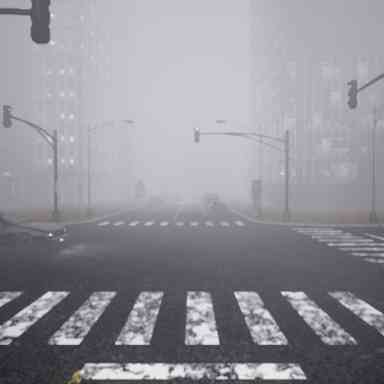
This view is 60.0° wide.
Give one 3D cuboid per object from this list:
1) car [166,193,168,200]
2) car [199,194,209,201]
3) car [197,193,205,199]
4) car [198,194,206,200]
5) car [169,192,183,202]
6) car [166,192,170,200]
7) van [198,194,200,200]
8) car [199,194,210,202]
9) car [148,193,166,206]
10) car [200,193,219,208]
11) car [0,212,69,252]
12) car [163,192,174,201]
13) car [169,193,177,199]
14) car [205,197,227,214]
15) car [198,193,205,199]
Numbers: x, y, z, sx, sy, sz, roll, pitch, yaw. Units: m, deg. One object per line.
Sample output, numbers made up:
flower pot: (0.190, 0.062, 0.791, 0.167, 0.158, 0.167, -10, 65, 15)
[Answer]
car: (-5.354, 1.334, 54.742, 1.802, 1.307, 4.206, -1, 0, 0)
car: (2.517, 1.217, 71.344, 1.887, 1.381, 4.507, -1, 0, 0)
car: (2.505, 1.108, 93.442, 1.887, 1.381, 4.507, -1, 0, 0)
car: (2.512, 1.200, 82.394, 1.802, 1.307, 4.206, -1, 0, 0)
car: (-2.784, 1.055, 64.934, 2.097, 1.767, 4.553, 0, 0, 0)
car: (-5.365, 1.113, 71.315, 1.967, 1.590, 4.097, -1, 0, 0)
van: (2.520, 1.067, 60.295, 1.690, 1.788, 3.998, -1, 0, 0)
car: (2.518, 1.139, 65.820, 1.967, 1.590, 4.097, -1, 0, 0)
car: (-5.353, 1.218, 49.217, 1.967, 1.590, 4.097, -1, 0, 0)
car: (2.516, 1.119, 43.721, 2.192, 1.841, 5.009, -1, 0, 0)
car: (-7.785, 1.500, 13.031, 5.357, 1.411, 2.033, 0, 0, 0)
car: (-5.369, 0.960, 76.839, 2.192, 1.841, 5.009, -1, 0, 0)
car: (-5.376, 1.004, 93.413, 1.967, 1.590, 4.097, -1, 0, 0)
car: (2.505, 1.436, 32.673, 1.802, 1.307, 4.206, -1, 0, 0)
car: (2.508, 1.115, 88.088, 1.752, 1.417, 4.829, -1, 0, 0)
